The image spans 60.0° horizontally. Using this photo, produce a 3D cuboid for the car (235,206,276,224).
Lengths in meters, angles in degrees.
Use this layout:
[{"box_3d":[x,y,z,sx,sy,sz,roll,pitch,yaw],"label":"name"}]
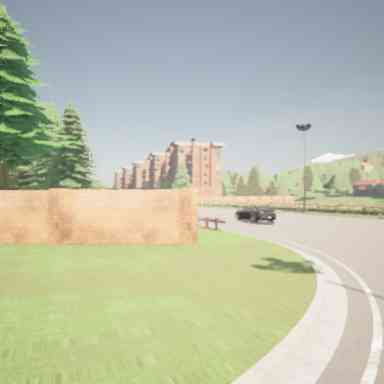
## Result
[{"box_3d":[5.539,1.938,29.455,2.128,1.511,4.902,0,-1,-19],"label":"car"}]
